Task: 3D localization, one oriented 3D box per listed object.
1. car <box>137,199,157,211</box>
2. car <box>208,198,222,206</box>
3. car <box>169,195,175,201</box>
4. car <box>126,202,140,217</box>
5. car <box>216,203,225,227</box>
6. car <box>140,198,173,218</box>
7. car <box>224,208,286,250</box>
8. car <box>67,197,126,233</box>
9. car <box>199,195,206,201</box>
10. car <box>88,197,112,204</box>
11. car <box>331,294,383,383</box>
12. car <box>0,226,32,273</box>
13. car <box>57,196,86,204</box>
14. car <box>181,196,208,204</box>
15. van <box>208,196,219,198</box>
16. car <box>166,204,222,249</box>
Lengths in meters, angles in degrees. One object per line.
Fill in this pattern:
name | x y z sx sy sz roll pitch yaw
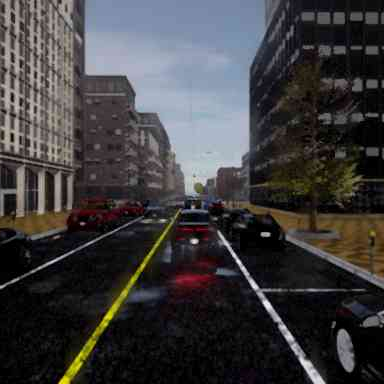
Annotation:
car | -5.686 1.601 42.551 1.947 1.339 4.313 0 0 0
car | 2.661 1.611 36.836 1.802 1.307 4.206 0 0 0
car | -5.688 1.654 92.680 1.752 1.417 4.829 0 0 0
car | -5.686 1.567 31.173 1.887 1.381 4.507 0 0 0
car | 2.661 1.577 19.769 1.947 1.339 4.313 0 0 0
car | -3.098 1.569 30.237 2.033 1.411 5.357 0 0 0
car | 2.661 1.573 14.079 1.947 1.339 4.313 0 0 0
car | -5.685 1.326 19.795 2.192 1.841 5.009 0 0 0
car | 2.694 1.642 87.482 1.752 1.417 4.829 0 0 0
car | -17.465 1.589 63.336 4.206 1.307 1.802 0 0 0
car | 2.663 1.552 2.701 2.008 1.369 4.403 0 0 0
car | -5.686 1.569 8.416 1.947 1.339 4.313 0 0 0
car | -22.958 1.522 63.324 4.829 1.417 1.752 0 0 0
car | 0.092 1.374 30.999 2.097 1.767 4.553 0 0 0
van | 2.662 1.377 42.525 1.690 1.788 3.998 0 0 0
car | 0.091 1.514 14.474 1.837 1.490 4.892 0 1 0
